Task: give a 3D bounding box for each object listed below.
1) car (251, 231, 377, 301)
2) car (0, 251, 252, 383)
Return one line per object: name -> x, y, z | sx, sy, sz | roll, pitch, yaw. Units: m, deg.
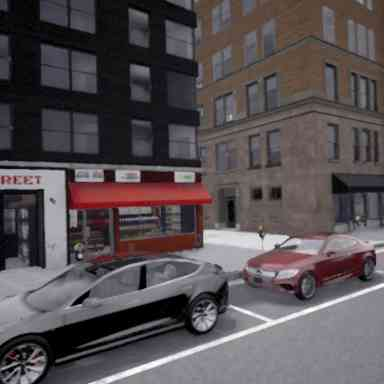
car -> 3.204, 1.721, 8.669 | 4.206, 1.307, 1.802 | -1, -2, -35
car -> -1.313, 1.759, 5.529 | 4.313, 1.339, 1.947 | -1, -2, -35
